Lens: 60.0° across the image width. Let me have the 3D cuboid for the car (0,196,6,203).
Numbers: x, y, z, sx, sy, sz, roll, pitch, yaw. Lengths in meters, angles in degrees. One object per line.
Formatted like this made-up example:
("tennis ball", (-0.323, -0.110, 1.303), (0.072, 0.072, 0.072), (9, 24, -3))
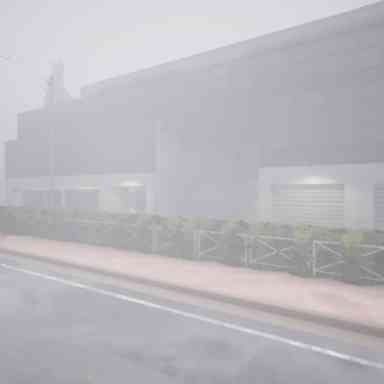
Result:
("car", (-34.052, 1.376, 58.951), (2.033, 1.411, 5.357), (0, 0, 13))
